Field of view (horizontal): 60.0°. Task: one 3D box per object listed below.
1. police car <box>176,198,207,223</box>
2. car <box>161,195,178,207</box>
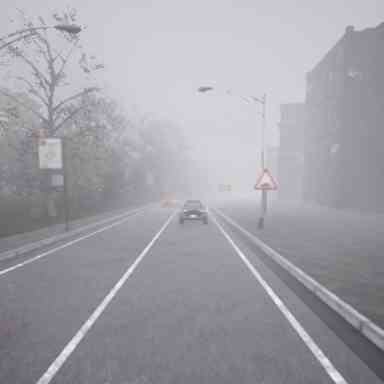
[{"bbox_3d":[0.098,1.454,24.821,2.038,1.542,4.974,0,0,0],"label":"police car"},{"bbox_3d":[-2.967,1.216,47.143,2.097,1.767,4.553,0,1,5],"label":"car"}]
